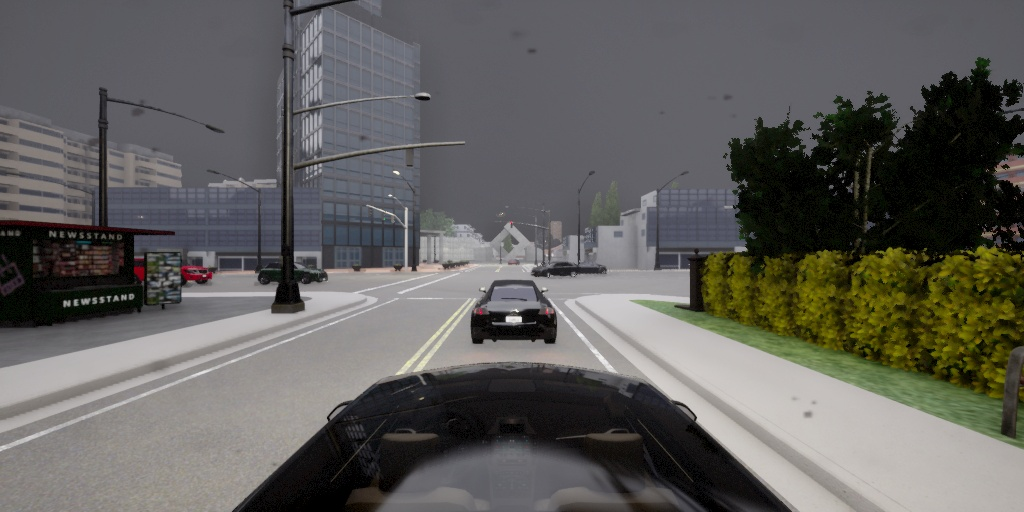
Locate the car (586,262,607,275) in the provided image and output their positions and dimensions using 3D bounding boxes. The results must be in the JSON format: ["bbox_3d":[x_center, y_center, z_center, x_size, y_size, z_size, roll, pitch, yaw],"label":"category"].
[{"bbox_3d":[8.051,1.314,38.503,4.181,1.385,1.994,0,0,5],"label":"car"}]

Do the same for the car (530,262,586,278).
[{"bbox_3d":[3.907,1.257,32.188,4.892,1.490,1.837,0,-2,-30],"label":"car"}]

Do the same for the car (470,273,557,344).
[{"bbox_3d":[0.044,1.314,9.610,1.994,1.385,4.181,0,0,0],"label":"car"}]

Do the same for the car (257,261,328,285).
[{"bbox_3d":[-16.499,1.210,27.193,4.553,1.767,2.097,-1,0,-1],"label":"car"}]

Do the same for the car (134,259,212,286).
[{"bbox_3d":[-26.016,1.190,27.075,5.566,2.045,2.150,-1,0,-1],"label":"car"}]
